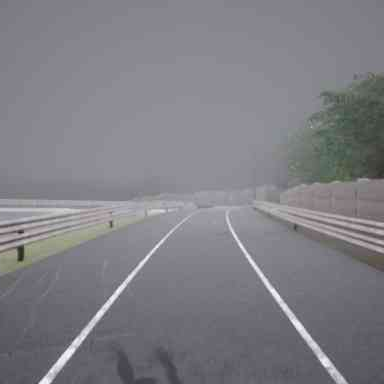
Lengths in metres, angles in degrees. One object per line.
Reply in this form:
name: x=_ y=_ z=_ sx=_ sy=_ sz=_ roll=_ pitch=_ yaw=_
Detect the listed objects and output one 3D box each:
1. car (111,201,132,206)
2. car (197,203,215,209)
car: x=-12.690 y=2.395 z=61.984 sx=5.008 sy=1.535 sz=1.882 roll=3 pitch=-4 yaw=-37
car: x=3.231 y=3.285 z=76.583 sx=1.882 sy=1.535 sz=5.008 roll=-3 pitch=-4 yaw=41
